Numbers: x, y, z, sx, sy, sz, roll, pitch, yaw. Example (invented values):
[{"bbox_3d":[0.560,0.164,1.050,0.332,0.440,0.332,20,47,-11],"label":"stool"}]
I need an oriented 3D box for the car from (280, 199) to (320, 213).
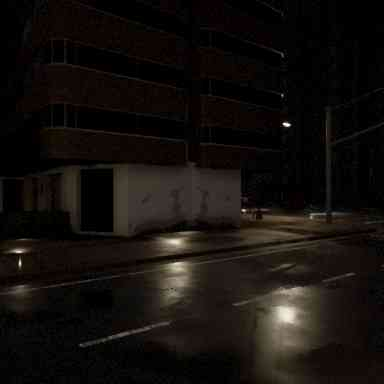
[{"bbox_3d":[12.100,1.526,37.568,1.812,1.442,4.674,0,0,-36],"label":"car"}]

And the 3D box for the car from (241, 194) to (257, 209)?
[{"bbox_3d":[6.104,1.477,45.844,1.882,1.535,5.008,0,0,-35],"label":"car"}]

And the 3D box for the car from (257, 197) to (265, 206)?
[{"bbox_3d":[9.524,1.491,53.362,2.128,1.511,4.902,0,0,-36],"label":"car"}]
